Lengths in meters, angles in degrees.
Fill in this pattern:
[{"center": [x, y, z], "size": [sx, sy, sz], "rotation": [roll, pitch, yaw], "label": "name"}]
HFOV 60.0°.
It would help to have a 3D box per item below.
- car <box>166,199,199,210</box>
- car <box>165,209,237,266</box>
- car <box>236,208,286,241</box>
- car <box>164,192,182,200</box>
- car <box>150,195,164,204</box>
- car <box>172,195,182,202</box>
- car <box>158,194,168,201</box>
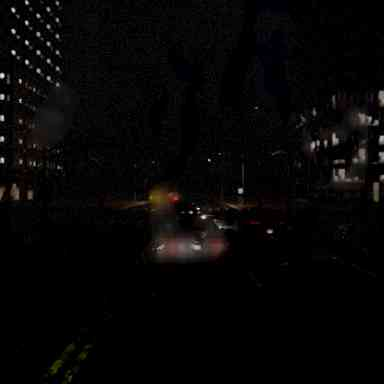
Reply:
[{"center": [-0.624, 1.521, 26.280], "size": [2.033, 1.411, 5.357], "rotation": [0, 0, -12], "label": "car"}, {"center": [0.103, 1.536, 11.408], "size": [2.033, 1.411, 5.357], "rotation": [0, 0, 0], "label": "car"}, {"center": [3.353, 1.507, 16.611], "size": [1.812, 1.442, 4.674], "rotation": [0, 0, 0], "label": "car"}, {"center": [-3.274, 1.109, 60.781], "size": [2.150, 2.045, 5.566], "rotation": [0, 0, 1], "label": "car"}, {"center": [-6.521, 1.367, 60.656], "size": [1.882, 1.535, 5.008], "rotation": [0, 0, 0], "label": "car"}, {"center": [-3.304, 1.366, 76.201], "size": [2.128, 1.511, 4.902], "rotation": [0, 0, -1], "label": "car"}, {"center": [-6.553, 1.320, 76.096], "size": [1.882, 1.535, 5.008], "rotation": [0, 0, -1], "label": "car"}]
